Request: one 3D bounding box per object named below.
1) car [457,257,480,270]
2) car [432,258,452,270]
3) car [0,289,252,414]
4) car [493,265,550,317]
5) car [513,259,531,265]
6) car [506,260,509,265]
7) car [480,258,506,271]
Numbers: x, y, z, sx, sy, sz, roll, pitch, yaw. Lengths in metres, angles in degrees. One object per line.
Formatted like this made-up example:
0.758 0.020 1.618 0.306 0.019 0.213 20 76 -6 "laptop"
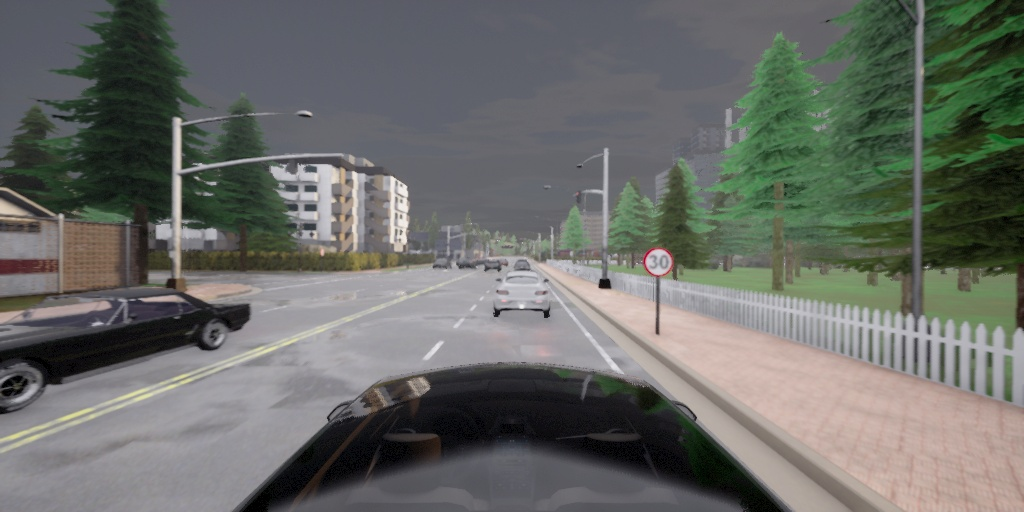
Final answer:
-5.842 1.168 47.201 1.895 1.301 4.718 0 0 2 "car"
-9.309 1.039 48.201 1.837 1.490 4.892 0 0 2 "car"
-6.984 1.280 6.013 1.895 1.301 4.718 0 0 2 "car"
0.366 1.245 12.964 1.812 1.442 4.674 0 0 2 "car"
1.084 1.197 38.911 2.033 1.411 5.357 0 0 2 "car"
-1.677 1.114 64.483 1.994 1.385 4.181 0 0 2 "car"
-2.255 1.098 43.860 2.128 1.511 4.902 0 0 2 "car"
